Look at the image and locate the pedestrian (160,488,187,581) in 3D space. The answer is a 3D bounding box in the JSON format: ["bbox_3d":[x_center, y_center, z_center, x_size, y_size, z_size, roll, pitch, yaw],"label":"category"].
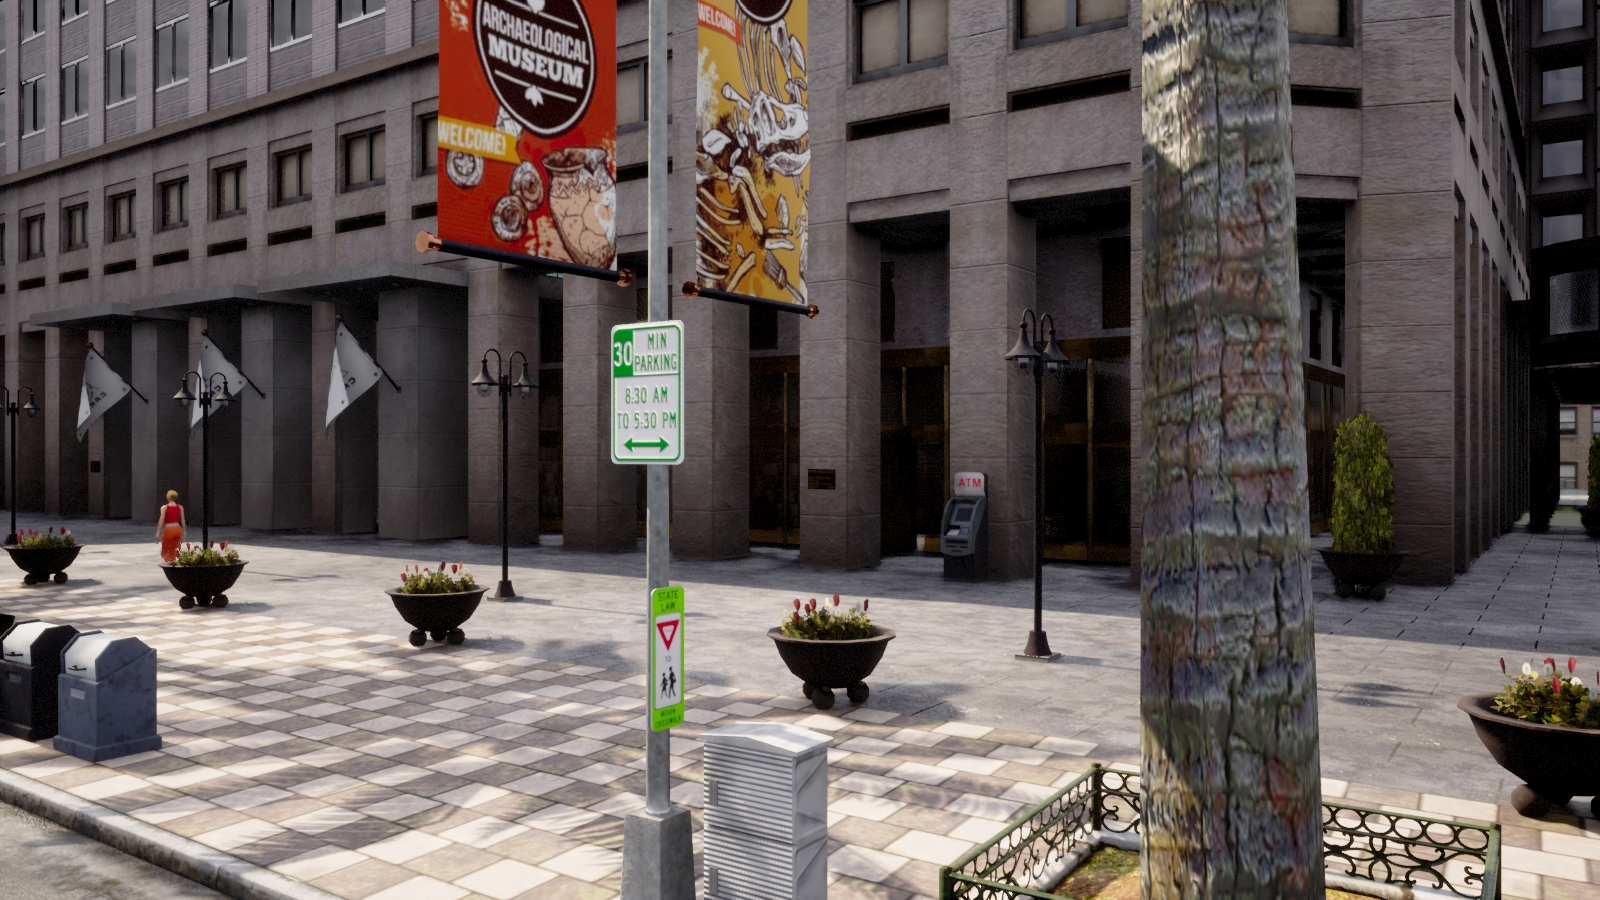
[{"bbox_3d":[-12.776,1.704,23.297,0.375,1.860,0.375,0,0,40],"label":"pedestrian"}]
